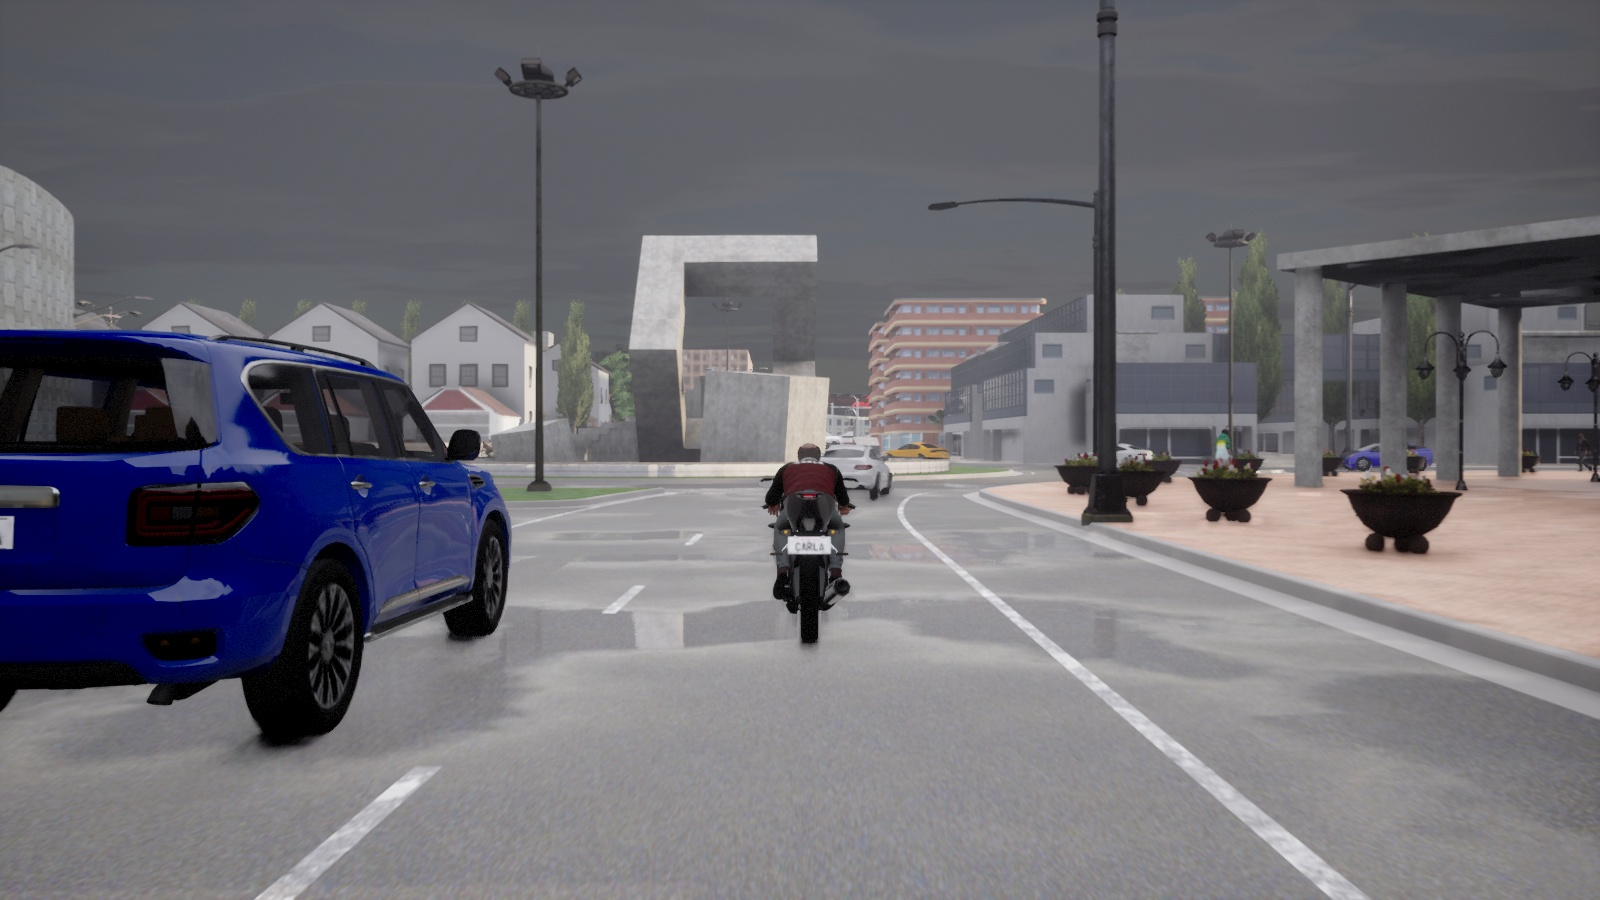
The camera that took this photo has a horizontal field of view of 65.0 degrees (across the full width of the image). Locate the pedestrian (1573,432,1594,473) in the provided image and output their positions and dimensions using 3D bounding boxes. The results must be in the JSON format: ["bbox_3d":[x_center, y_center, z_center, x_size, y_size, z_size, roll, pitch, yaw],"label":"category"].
[{"bbox_3d":[35.467,0.120,56.849,0.720,1.854,0.376,0,0,-6],"label":"pedestrian"}]

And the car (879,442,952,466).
[{"bbox_3d":[7.576,0.263,82.847,1.882,1.535,5.008,0,0,-38],"label":"car"}]

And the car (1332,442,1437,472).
[{"bbox_3d":[30.225,0.351,64.998,4.514,1.525,2.007,0,0,4],"label":"car"}]

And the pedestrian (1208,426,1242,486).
[{"bbox_3d":[14.010,0.187,41.399,0.873,1.952,0.659,0,0,-34],"label":"pedestrian"}]

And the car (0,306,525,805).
[{"bbox_3d":[-3.439,0.418,7.936,2.150,2.045,5.566,0,0,0],"label":"car"}]

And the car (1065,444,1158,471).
[{"bbox_3d":[17.322,0.392,69.956,4.674,1.442,1.812,0,1,41],"label":"car"}]

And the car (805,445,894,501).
[{"bbox_3d":[1.447,0.577,34.865,1.812,1.442,4.674,0,0,10],"label":"car"}]

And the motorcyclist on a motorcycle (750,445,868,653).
[{"bbox_3d":[0.074,0.723,10.334,0.866,1.530,2.191,0,0,0],"label":"motorcyclist on a motorcycle"}]
